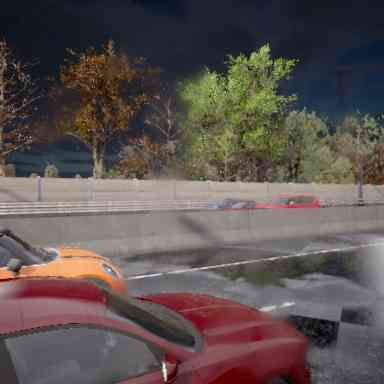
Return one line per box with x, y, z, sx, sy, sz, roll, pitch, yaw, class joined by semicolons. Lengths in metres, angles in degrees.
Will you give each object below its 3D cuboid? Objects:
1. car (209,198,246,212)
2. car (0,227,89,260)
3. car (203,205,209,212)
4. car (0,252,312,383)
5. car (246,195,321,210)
4.149;1.484;26.435;5.008;1.535;1.882;0;0;-31;car
-3.410;1.351;5.399;4.553;1.767;2.097;0;0;-31;car
3.201;1.359;29.941;4.553;1.767;2.097;0;0;-31;car
-1.205;1.477;2.637;5.008;1.535;1.882;0;0;-31;car
6.938;1.229;24.024;5.566;2.045;2.150;0;0;-31;car
